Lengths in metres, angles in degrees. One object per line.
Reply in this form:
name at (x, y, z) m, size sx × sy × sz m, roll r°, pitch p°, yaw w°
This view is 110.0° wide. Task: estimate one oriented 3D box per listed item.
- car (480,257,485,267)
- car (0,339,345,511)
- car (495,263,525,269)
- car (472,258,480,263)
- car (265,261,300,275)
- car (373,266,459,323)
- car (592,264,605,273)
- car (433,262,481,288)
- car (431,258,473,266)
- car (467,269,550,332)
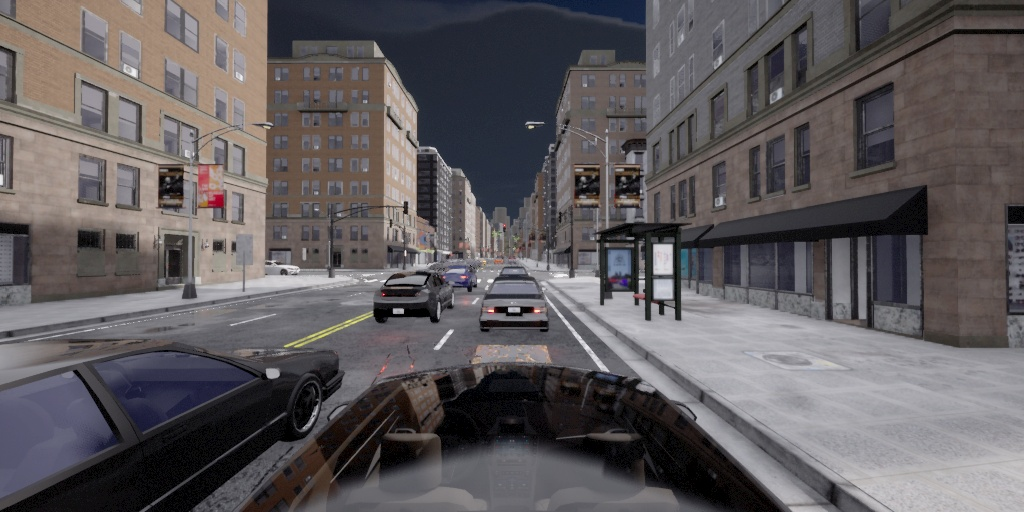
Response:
car at (-6.514, 1.264, 64.381) m, size 2.128 × 1.511 × 4.902 m, roll 0°, pitch 0°, yaw 1°
car at (-3.149, 1.298, 2.307) m, size 2.033 × 1.411 × 5.357 m, roll 0°, pitch 0°, yaw 0°
car at (0.104, 1.305, 20.897) m, size 2.033 × 1.411 × 5.357 m, roll 0°, pitch 0°, yaw 0°
car at (-6.553, 1.124, 55.241) m, size 2.097 × 1.767 × 4.553 m, roll 0°, pitch 0°, yaw 0°
car at (-22.600, 1.157, 33.889) m, size 4.674 × 1.442 × 1.812 m, roll 0°, pitch -1°, yaw -1°
car at (-3.131, 1.258, 12.181) m, size 1.837 × 1.490 × 4.892 m, roll 0°, pitch 0°, yaw -1°
car at (12.366, 1.372, 43.942) m, size 4.902 × 1.511 × 2.128 m, roll 0°, pitch -1°, yaw 0°
car at (-3.139, 1.284, 21.220) m, size 1.812 × 1.442 × 4.674 m, roll 0°, pitch 0°, yaw 0°
car at (-7.616, 1.311, 43.867) m, size 4.902 × 1.511 × 2.128 m, roll 0°, pitch -1°, yaw 0°
car at (0.087, 1.300, 10.840) m, size 2.033 × 1.411 × 5.357 m, roll 0°, pitch 0°, yaw 1°
